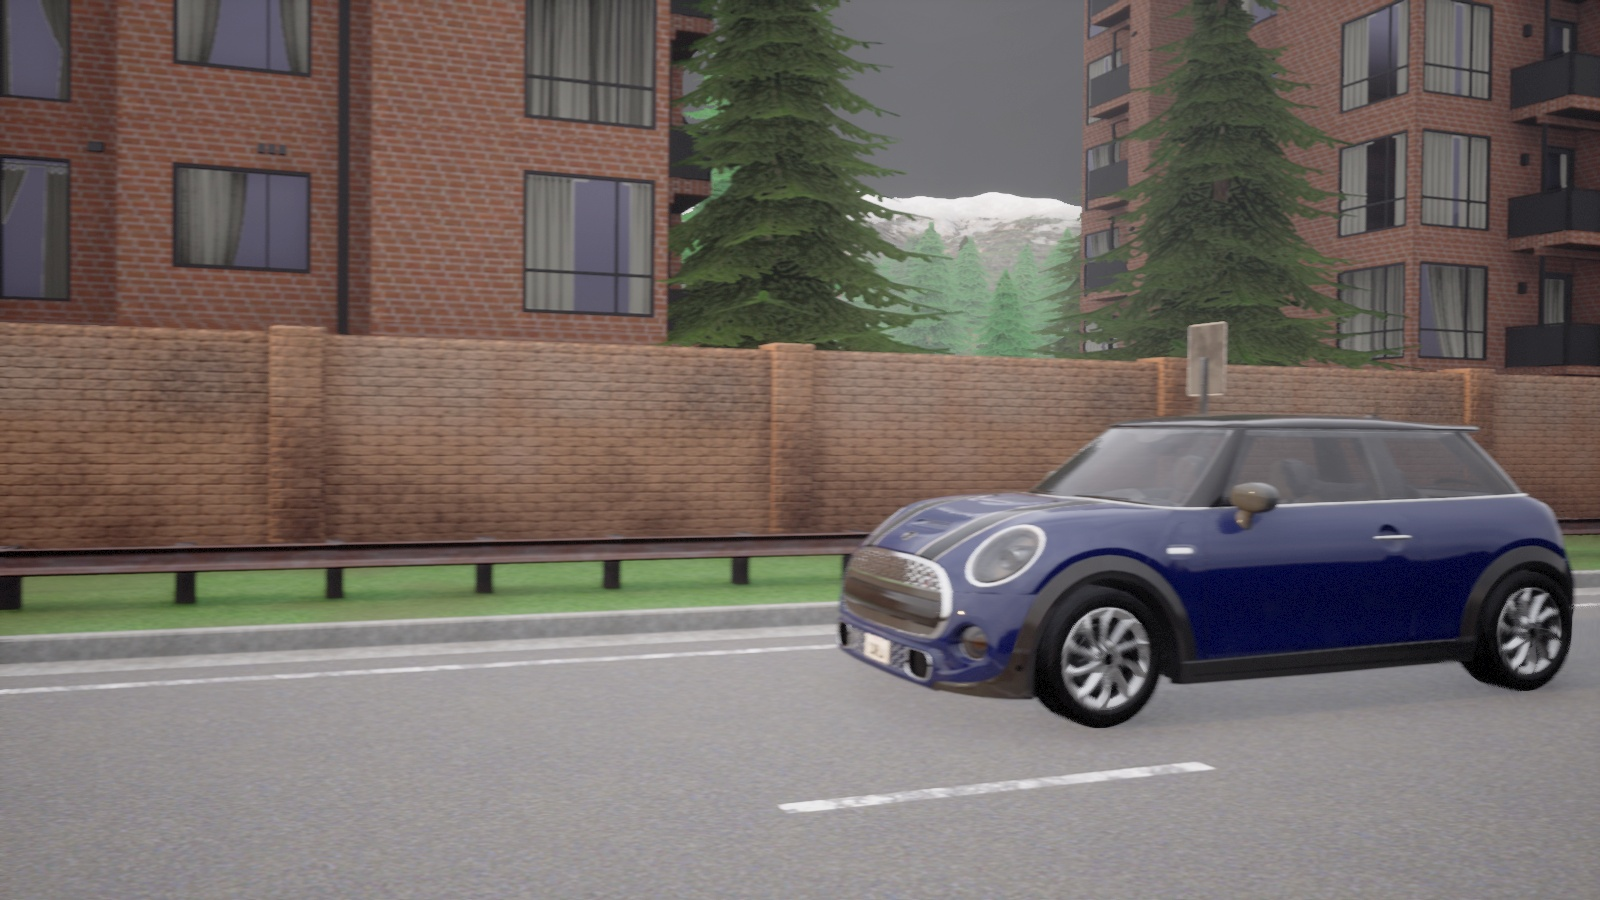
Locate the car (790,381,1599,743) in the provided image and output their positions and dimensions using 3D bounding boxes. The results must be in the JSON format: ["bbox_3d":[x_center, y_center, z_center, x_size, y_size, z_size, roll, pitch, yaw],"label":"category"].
[{"bbox_3d":[2.448,0.502,7.910,4.553,1.767,2.097,-1,1,-21],"label":"car"}]
